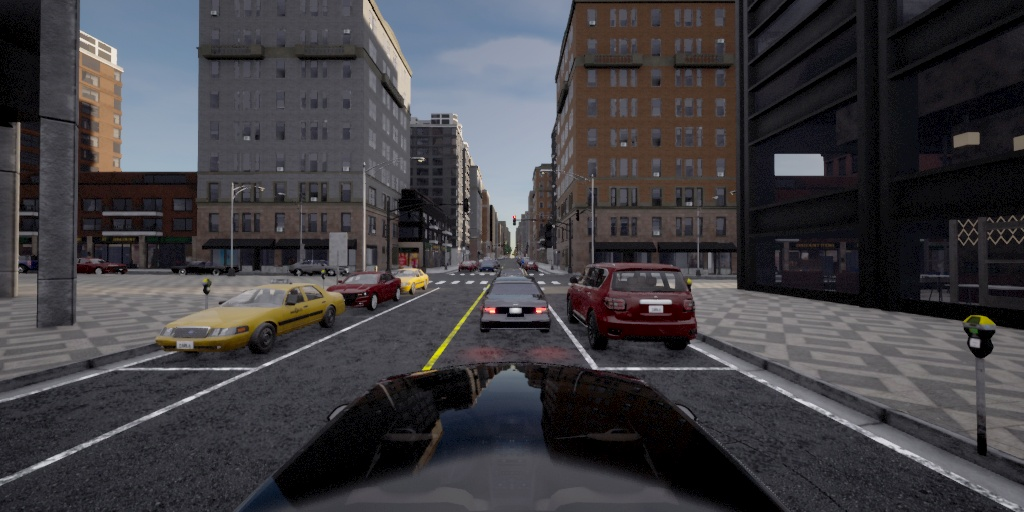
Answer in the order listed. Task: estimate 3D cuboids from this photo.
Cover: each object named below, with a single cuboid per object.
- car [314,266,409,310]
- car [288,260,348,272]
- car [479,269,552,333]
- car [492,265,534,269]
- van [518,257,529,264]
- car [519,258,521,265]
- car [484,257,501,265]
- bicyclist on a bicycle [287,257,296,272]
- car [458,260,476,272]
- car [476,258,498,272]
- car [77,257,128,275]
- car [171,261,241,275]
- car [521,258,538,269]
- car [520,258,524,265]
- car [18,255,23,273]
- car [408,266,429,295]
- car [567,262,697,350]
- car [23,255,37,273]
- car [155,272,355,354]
[{"bbox_3d":[-5.892,1.298,14.635,1.888,1.381,4.507,0,0,0],"label":"car"},{"bbox_3d":[-16.841,1.092,31.411,4.902,1.511,2.128,1,-1,0],"label":"car"},{"bbox_3d":[0.067,1.299,10.757,2.033,1.411,5.357,0,0,0],"label":"car"},{"bbox_3d":[0.019,1.355,20.483,1.895,1.301,4.718,0,0,0],"label":"car"},{"bbox_3d":[2.498,1.107,64.314,1.690,1.789,3.998,0,0,0],"label":"van"},{"bbox_3d":[2.513,1.346,58.640,1.802,1.307,4.207,0,0,0],"label":"car"},{"bbox_3d":[-3.232,1.327,56.575,1.994,1.385,4.181,0,0,0],"label":"car"},{"bbox_3d":[-23.111,0.909,37.673,0.582,1.620,1.656,0,0,0],"label":"bicyclist on a bicycle"},{"bbox_3d":[-5.982,1.305,47.279,1.888,1.381,4.507,0,0,0],"label":"car"},{"bbox_3d":[-3.246,1.308,46.719,2.033,1.411,5.357,0,0,-4],"label":"car"},{"bbox_3d":[-36.833,0.898,31.487,5.008,1.535,1.882,1,-1,0],"label":"car"},{"bbox_3d":[-26.739,1.113,31.444,4.718,1.301,1.895,1,-1,0],"label":"car"},{"bbox_3d":[2.545,1.342,47.293,1.802,1.307,4.207,0,0,0],"label":"car"},{"bbox_3d":[2.529,1.344,52.967,1.802,1.307,4.207,0,0,0],"label":"car"},{"bbox_3d":[-46.942,0.832,31.555,4.892,1.490,1.837,1,-1,1],"label":"car"},{"bbox_3d":[-5.907,1.279,20.090,1.751,1.417,4.829,0,0,0],"label":"car"},{"bbox_3d":[2.649,1.066,9.025,2.192,1.841,5.009,0,0,0],"label":"car"},{"bbox_3d":[-47.615,0.705,34.657,4.553,1.767,2.097,1,-1,1],"label":"car"},{"bbox_3d":[-5.876,1.277,8.840,1.751,1.417,4.829,0,0,0],"label":"car"}]
